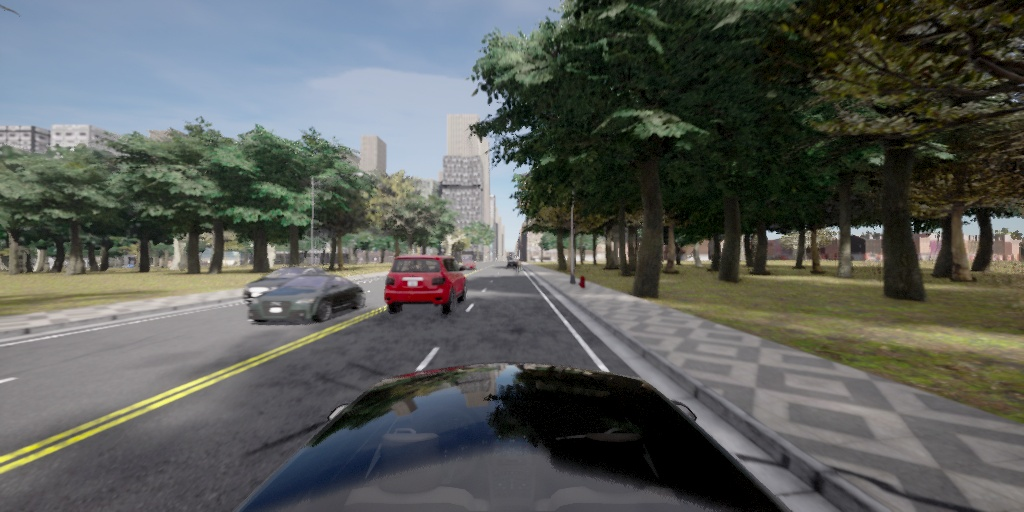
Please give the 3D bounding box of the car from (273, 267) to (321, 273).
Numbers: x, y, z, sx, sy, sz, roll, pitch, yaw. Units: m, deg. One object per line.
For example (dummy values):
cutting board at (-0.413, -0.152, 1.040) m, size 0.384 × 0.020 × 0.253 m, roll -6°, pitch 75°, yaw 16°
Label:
car at (-9.854, 1.251, 16.332) m, size 2.128 × 1.511 × 4.902 m, roll 0°, pitch 0°, yaw 0°

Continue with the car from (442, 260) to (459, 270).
car at (-9.816, 1.421, 57.794) m, size 1.837 × 1.490 × 4.892 m, roll 0°, pitch 0°, yaw 0°

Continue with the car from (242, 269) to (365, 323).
car at (-6.603, 1.319, 12.021) m, size 1.994 × 1.385 × 4.181 m, roll 0°, pitch 0°, yaw 0°

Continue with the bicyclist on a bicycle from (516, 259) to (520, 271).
bicyclist on a bicycle at (0.874, 1.262, 52.357) m, size 0.659 × 1.776 × 1.843 m, roll 0°, pitch 0°, yaw 0°

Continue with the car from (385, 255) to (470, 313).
car at (-3.155, 0.979, 14.071) m, size 2.150 × 2.045 × 5.566 m, roll 0°, pitch 0°, yaw 0°

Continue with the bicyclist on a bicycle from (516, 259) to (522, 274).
bicyclist on a bicycle at (0.878, 1.294, 42.111) m, size 0.582 × 1.620 × 1.656 m, roll 0°, pitch -1°, yaw 0°

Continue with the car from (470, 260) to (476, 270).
car at (-6.572, 1.380, 54.782) m, size 1.882 × 1.535 × 5.008 m, roll 0°, pitch 0°, yaw 1°
